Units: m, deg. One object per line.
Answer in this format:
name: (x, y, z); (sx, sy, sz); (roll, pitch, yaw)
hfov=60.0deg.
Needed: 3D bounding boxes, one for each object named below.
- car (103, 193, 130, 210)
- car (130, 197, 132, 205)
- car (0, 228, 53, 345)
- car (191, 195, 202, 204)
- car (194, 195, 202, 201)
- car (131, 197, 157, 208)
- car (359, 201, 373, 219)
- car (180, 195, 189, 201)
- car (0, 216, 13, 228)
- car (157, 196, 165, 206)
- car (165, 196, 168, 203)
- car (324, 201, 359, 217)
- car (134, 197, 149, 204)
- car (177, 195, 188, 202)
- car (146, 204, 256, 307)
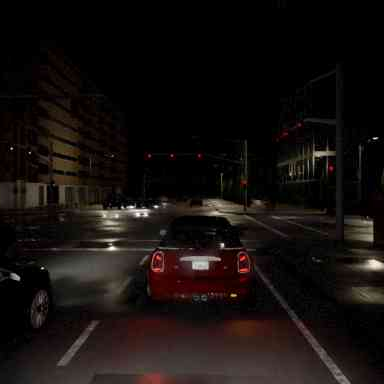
car: (-10.149, 1.221, 44.159); (2.150, 2.045, 5.566); (0, 0, 1)
car: (-9.927, 1.564, 53.572); (1.994, 1.385, 4.181); (0, 0, 2)
car: (-3.394, 1.492, 3.933); (2.128, 1.511, 4.902); (0, 0, 1)
car: (0.791, 1.477, 55.040); (1.882, 1.535, 5.008); (0, 0, 2)
car: (1.576, 1.478, 84.035); (1.882, 1.535, 5.008); (0, 0, 2)
car: (-6.593, 1.491, 46.582); (2.128, 1.511, 4.902); (0, 0, 1)
car: (16.703, 1.603, 26.519); (5.357, 1.411, 2.033); (0, 0, 1)
car: (-1.927, 1.540, 83.989); (2.033, 1.411, 5.357); (0, 0, 2)
car: (-6.949, 1.352, 9.231); (2.097, 1.767, 4.553); (0, 0, 2)
car: (-6.332, 1.547, 56.590); (2.033, 1.411, 5.357); (0, 0, 2)
car: (-5.966, 1.526, 66.863); (1.812, 1.442, 4.674); (0, 0, 2)
car: (14.517, 1.547, 30.067); (4.902, 1.511, 2.128); (0, 0, 1)
car: (-9.595, 1.601, 63.572); (1.895, 1.301, 4.718); (0, 0, 2)
car: (-2.227, 1.524, 73.903); (2.128, 1.511, 4.902); (0, 0, 2)
car: (0.223, 1.352, 8.161); (2.097, 1.767, 4.553); (0, 0, 2)
